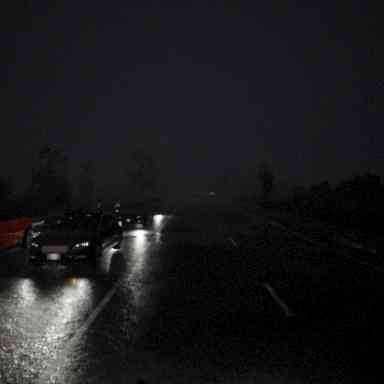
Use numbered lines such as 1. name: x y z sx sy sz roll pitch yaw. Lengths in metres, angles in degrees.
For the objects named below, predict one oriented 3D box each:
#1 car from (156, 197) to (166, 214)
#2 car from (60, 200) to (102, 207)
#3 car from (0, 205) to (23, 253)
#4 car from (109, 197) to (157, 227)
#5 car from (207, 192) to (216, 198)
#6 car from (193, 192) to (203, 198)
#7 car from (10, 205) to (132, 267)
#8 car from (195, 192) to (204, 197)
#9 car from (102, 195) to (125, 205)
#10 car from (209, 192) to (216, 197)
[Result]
1. car: -3.558 1.242 31.413 1.837 1.490 4.892 0 1 0
2. car: -7.082 1.399 19.749 1.994 1.385 4.181 0 0 0
3. car: -7.095 1.261 10.860 2.097 1.767 4.553 0 0 0
4. car: -3.575 1.328 21.180 1.837 1.490 4.892 0 0 0
5. car: 4.893 0.894 83.832 1.895 1.301 4.718 0 0 4
6. car: 1.396 0.821 84.004 1.812 1.442 4.674 0 0 4
7. car: -3.595 1.399 11.094 2.128 1.511 4.902 0 0 0
8. car: 2.188 0.599 93.912 2.033 1.411 5.357 0 0 6
9. car: -7.068 1.102 30.043 2.097 1.767 4.553 0 0 0
10. car: 5.712 0.602 93.999 1.812 1.442 4.674 0 0 6
